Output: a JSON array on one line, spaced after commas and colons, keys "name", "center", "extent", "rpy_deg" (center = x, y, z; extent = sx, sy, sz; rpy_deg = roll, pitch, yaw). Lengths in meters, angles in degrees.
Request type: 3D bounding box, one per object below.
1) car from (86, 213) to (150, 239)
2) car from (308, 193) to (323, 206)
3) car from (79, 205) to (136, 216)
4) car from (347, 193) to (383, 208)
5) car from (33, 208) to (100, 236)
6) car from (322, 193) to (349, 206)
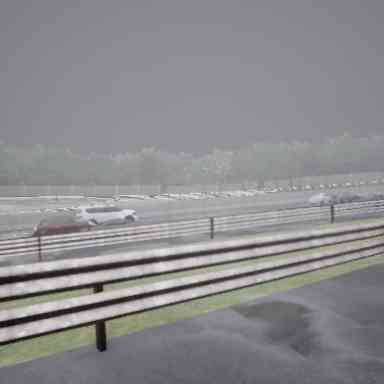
[{"name": "car", "center": [-5.213, 2.633, 24.161], "extent": [4.181, 1.385, 1.994], "rpy_deg": [-4, 2, -22]}, {"name": "car", "center": [16.263, 0.819, 40.436], "extent": [4.674, 1.442, 1.812], "rpy_deg": [-4, 2, -22]}, {"name": "car", "center": [-7.836, 2.200, 30.647], "extent": [5.566, 2.045, 2.150], "rpy_deg": [-4, 2, -22]}, {"name": "car", "center": [18.899, 0.905, 33.952], "extent": [5.357, 1.411, 2.033], "rpy_deg": [-4, 2, -22]}, {"name": "car", "center": [-9.908, 2.615, 26.030], "extent": [4.553, 1.767, 2.097], "rpy_deg": [-4, 2, -22]}, {"name": "car", "center": [17.584, 0.817, 37.194], "extent": [4.902, 1.511, 2.128], "rpy_deg": [-4, 2, -22]}]
